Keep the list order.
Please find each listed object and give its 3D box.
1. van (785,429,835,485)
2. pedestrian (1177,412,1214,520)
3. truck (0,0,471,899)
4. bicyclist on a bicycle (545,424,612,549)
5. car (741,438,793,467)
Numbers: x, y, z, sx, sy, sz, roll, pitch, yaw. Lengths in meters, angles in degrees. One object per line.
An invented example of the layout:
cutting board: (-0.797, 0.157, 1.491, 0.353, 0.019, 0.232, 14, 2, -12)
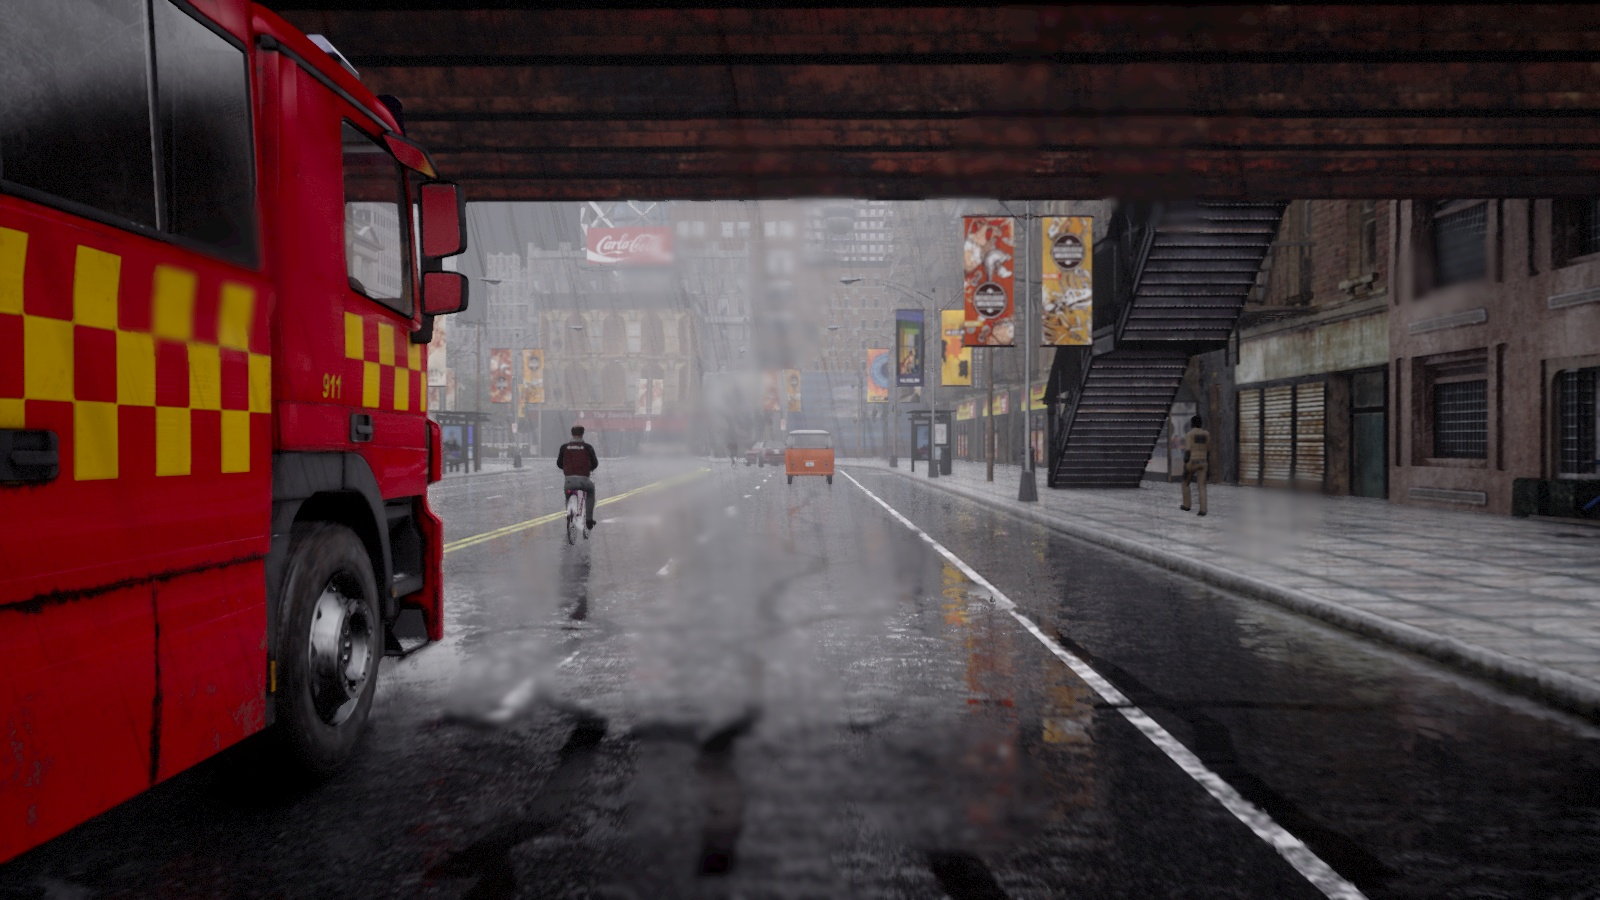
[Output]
van: (0.354, 0.235, 46.957, 1.775, 1.987, 4.442, 0, 0, 0)
pedestrian: (7.143, 0.281, 22.682, 0.396, 1.930, 0.692, 0, 0, -5)
truck: (-3.458, -0.440, 3.336, 2.891, 3.827, 8.468, 0, 0, 0)
bicyclist on a bicycle: (-3.272, 0.509, 18.684, 0.659, 1.776, 1.843, 0, 1, 0)
car: (-2.110, 0.160, 78.580, 2.097, 1.767, 4.553, 0, 0, -18)
